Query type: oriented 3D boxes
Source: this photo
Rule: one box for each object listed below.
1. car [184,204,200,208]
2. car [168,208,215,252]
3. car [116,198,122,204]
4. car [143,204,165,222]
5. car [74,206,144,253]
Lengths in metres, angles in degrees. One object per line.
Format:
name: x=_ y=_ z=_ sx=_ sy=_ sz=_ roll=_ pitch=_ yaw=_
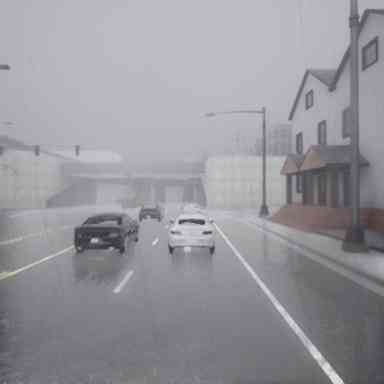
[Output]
car: x=-0.019 y=1.812 z=29.397 sx=1.812 sy=1.442 sz=4.674 roll=0 pitch=-1 yaw=0
car: x=-0.006 y=1.660 z=14.380 sx=1.812 sy=1.442 sz=4.674 roll=0 pitch=0 yaw=0
car: x=-18.930 y=2.339 z=87.943 sx=2.128 sy=1.511 sz=4.902 roll=0 pitch=-1 yaw=-1
car: x=-3.518 y=1.795 z=29.301 sx=1.837 sy=1.490 sz=4.892 roll=0 pitch=-1 yaw=0
car: x=-3.505 y=1.613 z=14.462 sx=1.882 sy=1.535 sz=5.008 roll=0 pitch=0 yaw=0
